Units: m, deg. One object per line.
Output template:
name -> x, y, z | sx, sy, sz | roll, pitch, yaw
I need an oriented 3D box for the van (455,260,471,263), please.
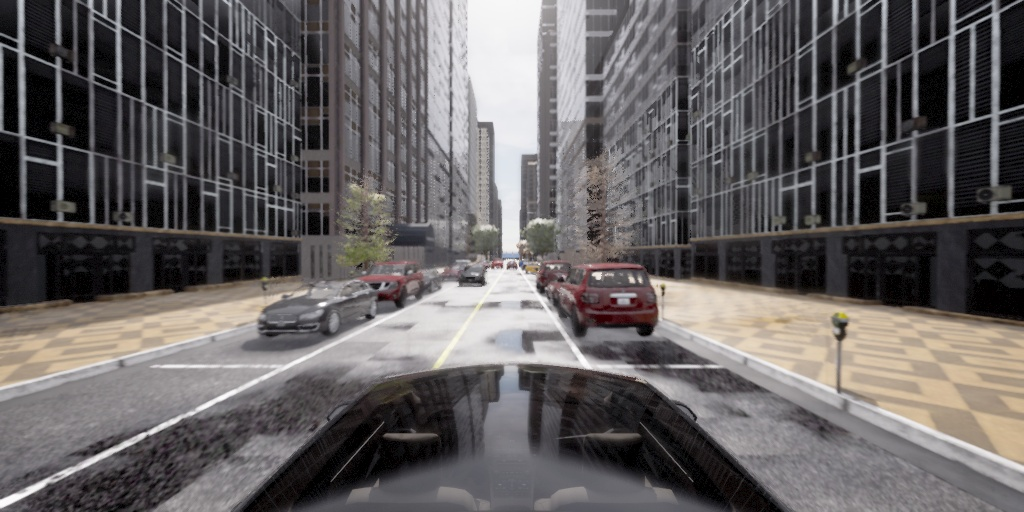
van -> -5.310, 1.344, 38.682 | 1.690, 1.789, 3.998 | 0, 0, 0

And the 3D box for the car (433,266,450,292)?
car -> -5.313, 1.436, 21.737 | 2.007, 1.370, 4.403 | 0, 0, 0

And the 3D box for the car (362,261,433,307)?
car -> -5.314, 1.161, 16.089 | 2.192, 1.841, 5.009 | 0, 0, 0

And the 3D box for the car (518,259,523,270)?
car -> 2.575, 1.713, 61.305 | 2.007, 1.370, 4.403 | 0, 0, 0

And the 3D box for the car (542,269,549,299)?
car -> 2.534, 1.428, 16.117 | 1.802, 1.307, 4.207 | 0, 0, 0

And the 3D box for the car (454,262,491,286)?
car -> -2.843, 1.425, 26.911 | 1.837, 1.490, 4.892 | 0, 0, 0

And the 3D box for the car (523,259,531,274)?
car -> 2.758, 1.523, 47.888 | 1.801, 1.575, 5.366 | 0, 0, 0

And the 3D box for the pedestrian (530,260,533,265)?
pedestrian -> 2.759, 1.382, 50.869 | 0.375, 1.860, 0.375 | -1, 0, 0

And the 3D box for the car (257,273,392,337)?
car -> -5.315, 1.359, 10.440 | 2.007, 1.370, 4.403 | 0, 0, 0

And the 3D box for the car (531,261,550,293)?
car -> 2.535, 1.199, 21.765 | 2.192, 1.841, 5.009 | 0, 0, 0

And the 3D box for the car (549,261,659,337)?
car -> 2.533, 1.123, 10.468 | 2.192, 1.841, 5.009 | 0, 0, 0

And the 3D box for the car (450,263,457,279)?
car -> -5.311, 1.545, 33.034 | 1.802, 1.307, 4.207 | 0, 0, 0
